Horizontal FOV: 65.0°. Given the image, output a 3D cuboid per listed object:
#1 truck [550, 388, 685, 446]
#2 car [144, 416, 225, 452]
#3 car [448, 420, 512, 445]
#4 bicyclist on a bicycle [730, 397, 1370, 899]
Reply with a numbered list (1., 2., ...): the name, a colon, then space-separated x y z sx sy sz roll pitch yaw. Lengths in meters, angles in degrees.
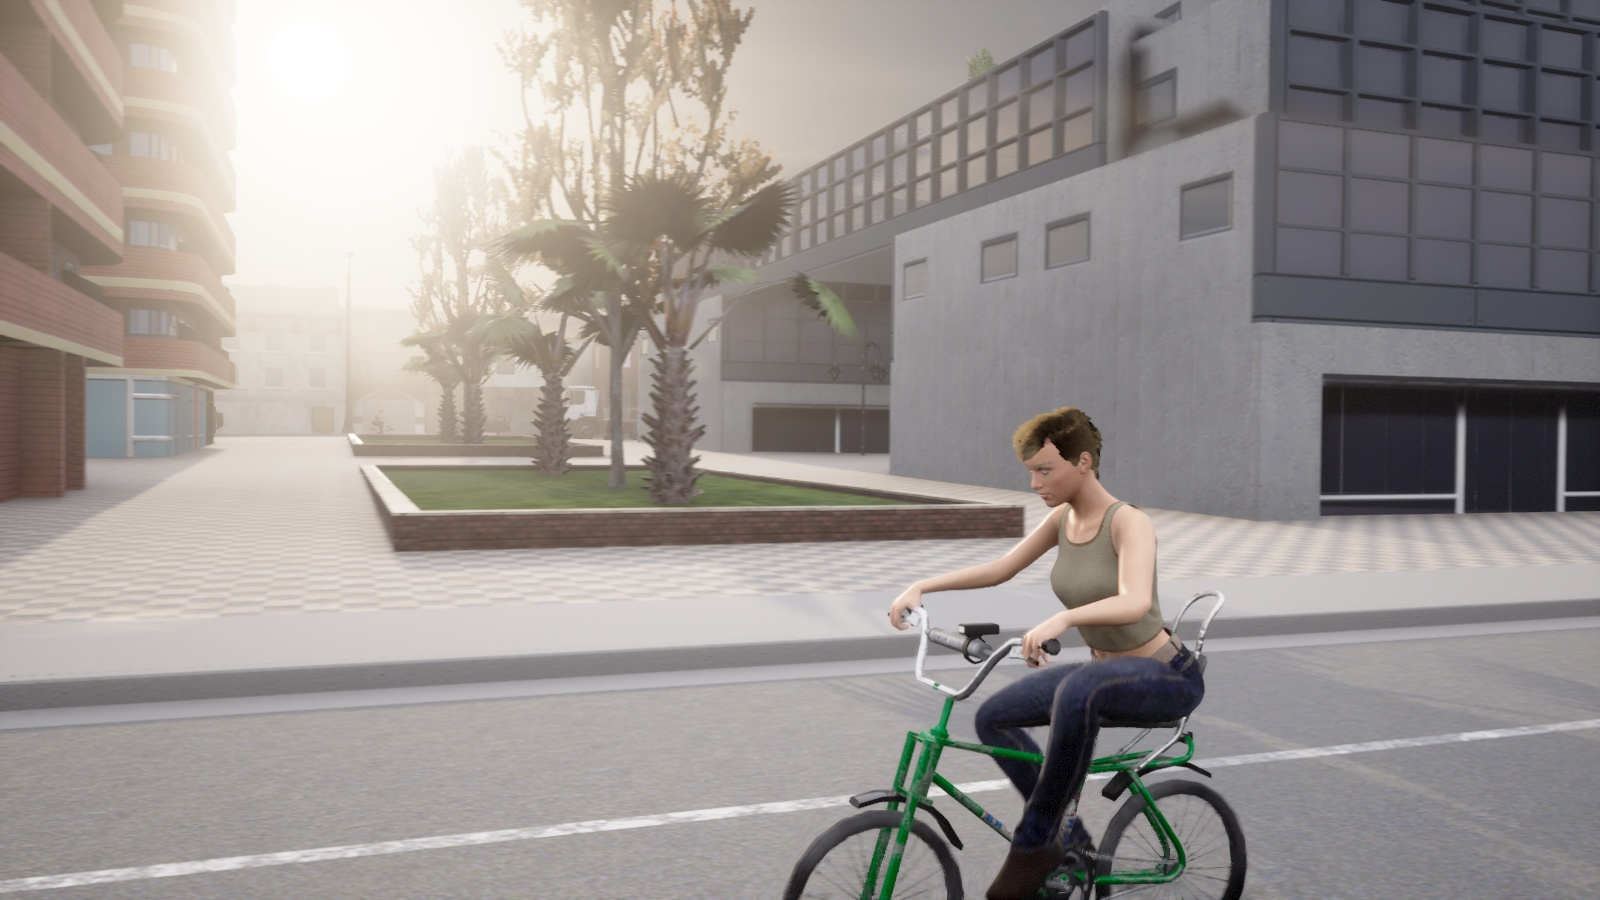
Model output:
1. truck: -11.433 -2.044 78.795 7.936 3.462 2.891 0 1 -21
2. car: -34.365 -0.902 70.193 3.866 1.878 1.905 -2 1 -21
3. car: -20.216 -1.108 79.246 3.705 1.549 1.789 0 1 -21
4. bicyclist on a bicycle: 0.666 0.671 3.497 1.509 1.612 0.866 -1 1 -21
